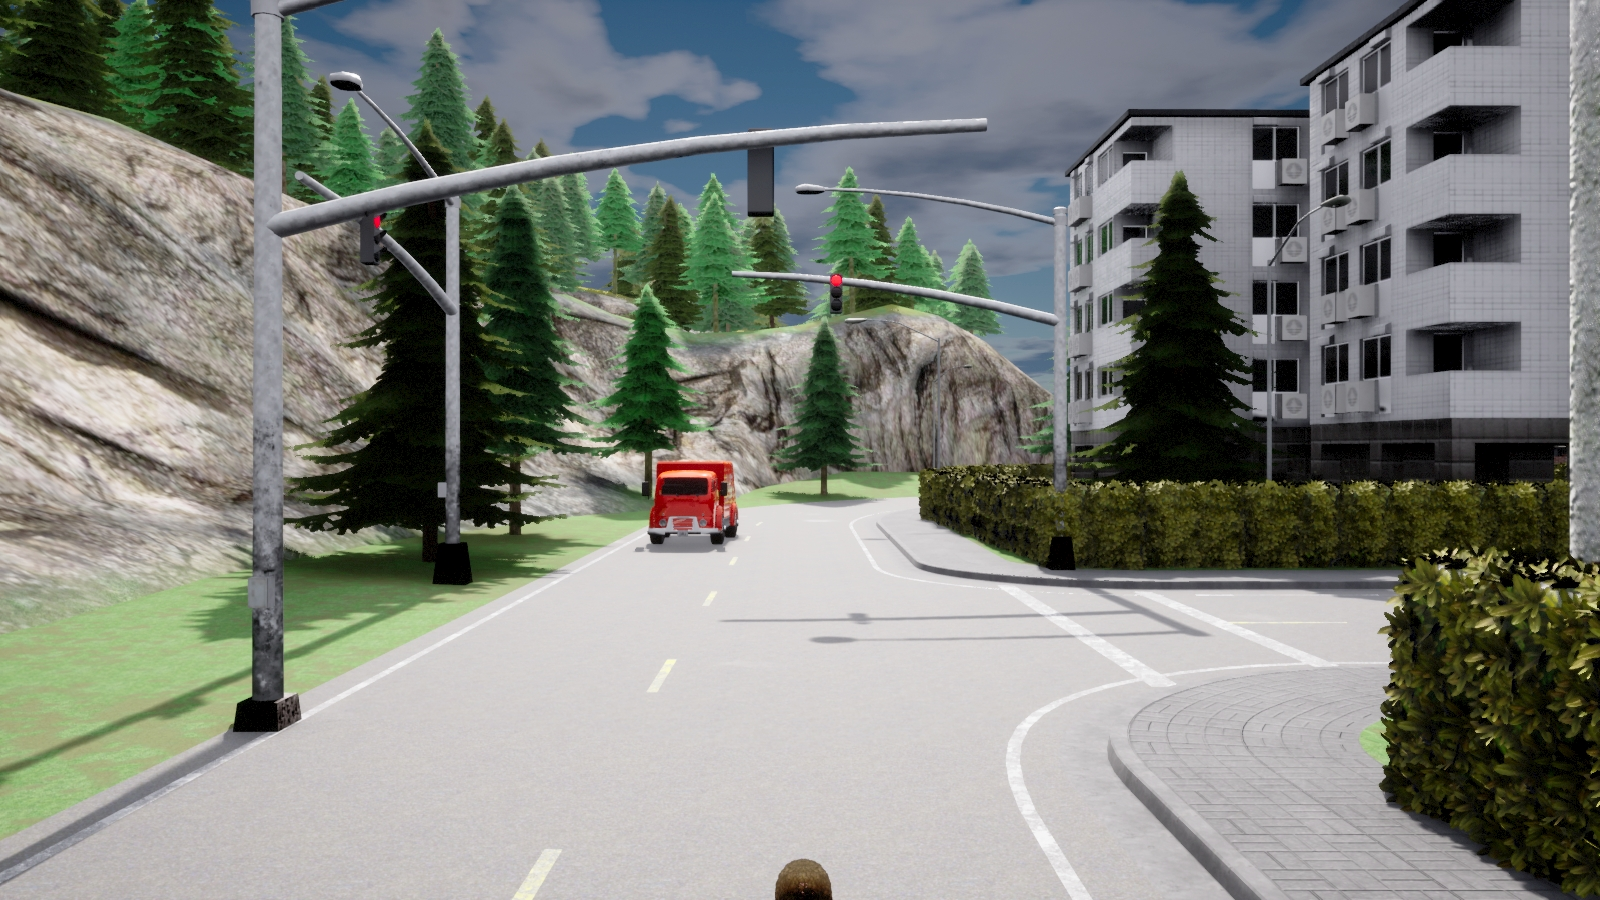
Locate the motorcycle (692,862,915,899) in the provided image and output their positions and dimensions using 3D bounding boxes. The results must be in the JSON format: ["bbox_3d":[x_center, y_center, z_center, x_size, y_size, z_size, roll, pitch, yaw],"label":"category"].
[{"bbox_3d":[0.010,2.193,3.477,0.803,1.145,2.033,0,0,0],"label":"motorcycle"}]

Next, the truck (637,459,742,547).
[{"bbox_3d":[-3.310,1.548,35.380,2.627,2.467,5.204,0,0,1],"label":"truck"}]
